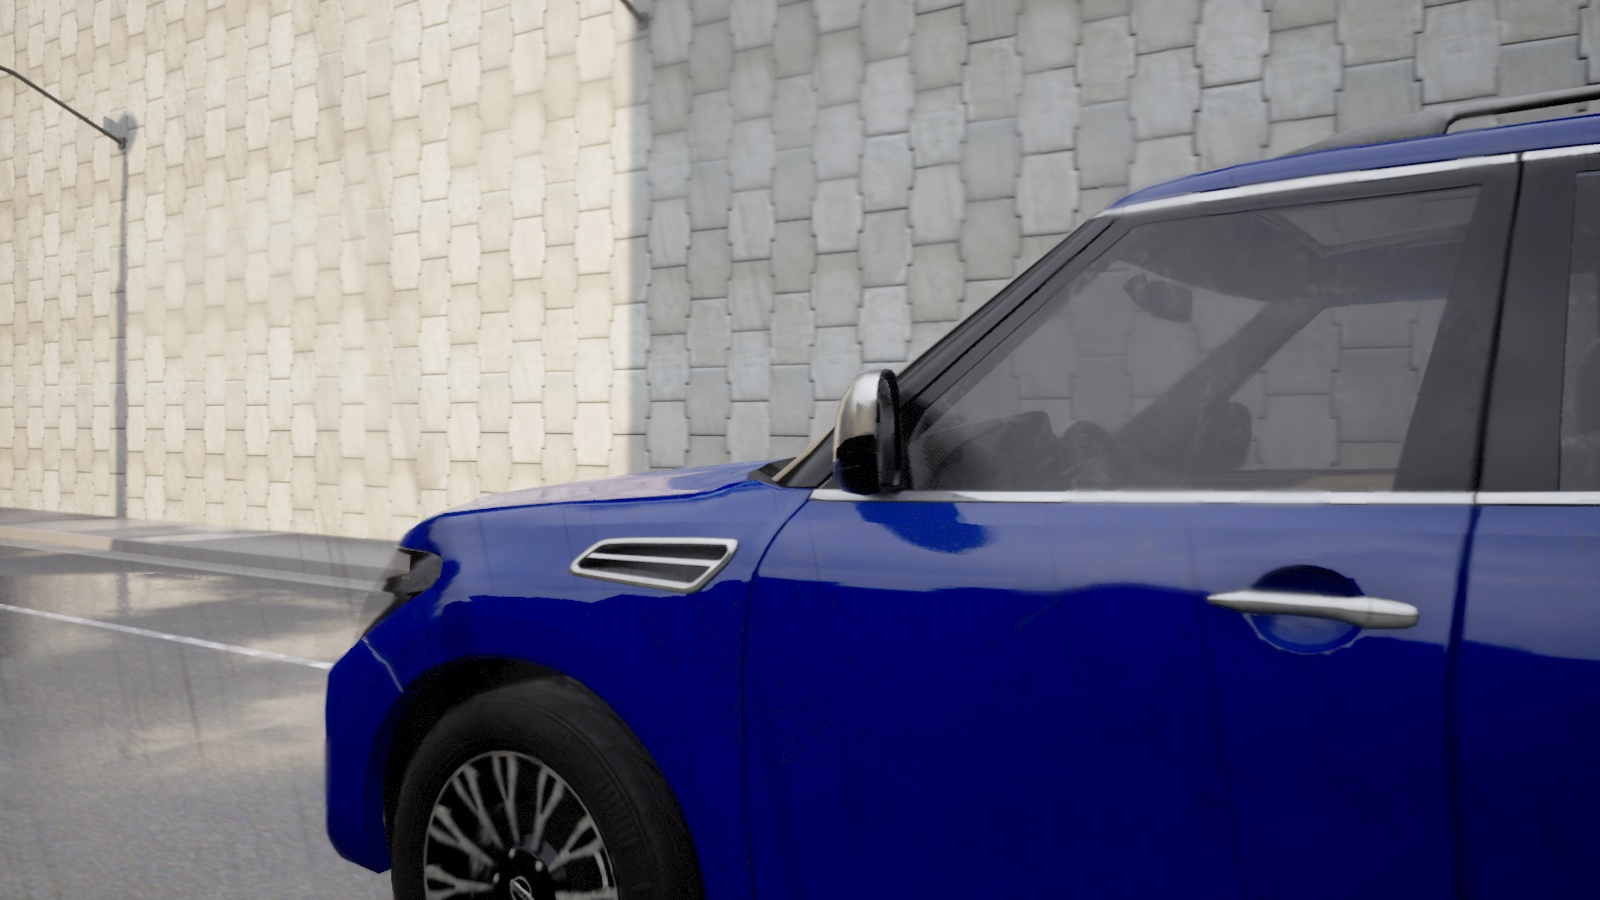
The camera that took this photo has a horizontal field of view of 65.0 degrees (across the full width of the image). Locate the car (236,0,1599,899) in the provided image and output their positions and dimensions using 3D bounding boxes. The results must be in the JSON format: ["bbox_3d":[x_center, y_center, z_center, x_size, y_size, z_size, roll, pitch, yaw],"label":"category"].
[{"bbox_3d":[1.445,0.401,2.651,5.566,2.045,2.150,0,1,34],"label":"car"}]
